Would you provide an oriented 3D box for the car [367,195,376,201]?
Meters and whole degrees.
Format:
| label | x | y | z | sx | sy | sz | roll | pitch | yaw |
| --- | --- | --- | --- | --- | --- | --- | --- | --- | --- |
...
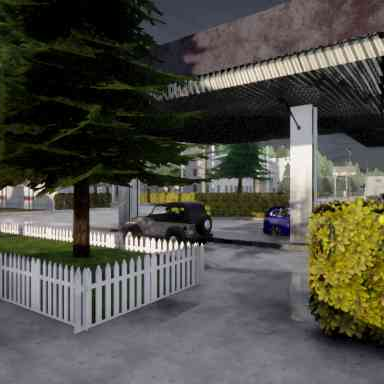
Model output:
| label | x | y | z | sx | sy | sz | roll | pitch | yaw |
| --- | --- | --- | --- | --- | --- | --- | --- | --- | --- |
| car | 33.007 | 1.298 | 60.284 | 2.007 | 1.523 | 4.514 | 0 | 0 | 35 |

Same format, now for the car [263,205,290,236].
| label | x | y | z | sx | sy | sz | roll | pitch | yaw |
| --- | --- | --- | --- | --- | --- | --- | --- | --- | --- |
| car | 5.787 | 1.480 | 16.009 | 4.611 | 1.667 | 2.242 | 0 | 0 | 35 |

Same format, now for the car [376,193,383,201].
| label | x | y | z | sx | sy | sz | roll | pitch | yaw |
| --- | --- | --- | --- | --- | --- | --- | --- | --- | --- |
| car | 25.742 | 1.077 | 43.543 | 1.905 | 1.878 | 3.866 | 0 | 0 | 35 |

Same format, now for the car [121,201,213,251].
| label | x | y | z | sx | sy | sz | roll | pitch | yaw |
| --- | --- | --- | --- | --- | --- | --- | --- | --- | --- |
| car | -1.014 | 1.313 | 13.860 | 3.866 | 1.878 | 1.905 | 0 | 0 | 35 |
